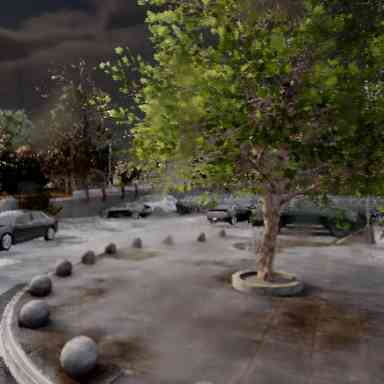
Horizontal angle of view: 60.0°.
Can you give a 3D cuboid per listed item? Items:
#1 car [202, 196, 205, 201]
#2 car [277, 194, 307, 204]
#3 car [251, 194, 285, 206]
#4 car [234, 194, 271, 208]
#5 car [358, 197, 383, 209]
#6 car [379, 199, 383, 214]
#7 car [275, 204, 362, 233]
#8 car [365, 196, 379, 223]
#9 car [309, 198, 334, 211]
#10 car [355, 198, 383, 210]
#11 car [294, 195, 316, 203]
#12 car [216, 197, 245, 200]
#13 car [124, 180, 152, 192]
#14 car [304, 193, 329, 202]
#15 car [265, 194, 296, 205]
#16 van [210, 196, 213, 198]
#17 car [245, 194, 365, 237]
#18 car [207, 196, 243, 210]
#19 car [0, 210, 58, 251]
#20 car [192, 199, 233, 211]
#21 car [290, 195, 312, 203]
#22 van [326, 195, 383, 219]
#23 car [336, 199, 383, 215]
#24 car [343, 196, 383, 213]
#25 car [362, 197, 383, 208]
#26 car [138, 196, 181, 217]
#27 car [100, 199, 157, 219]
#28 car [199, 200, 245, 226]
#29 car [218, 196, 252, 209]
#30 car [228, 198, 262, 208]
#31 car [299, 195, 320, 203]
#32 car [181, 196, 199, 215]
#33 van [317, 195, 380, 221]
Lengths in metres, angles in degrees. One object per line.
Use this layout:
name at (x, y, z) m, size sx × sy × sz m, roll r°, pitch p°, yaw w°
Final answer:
car at (-0.856, 1.531, 37.891) m, size 4.553 × 1.767 × 2.185 m, roll -1°, pitch -1°, yaw 15°
car at (20.214, 1.402, 67.431) m, size 5.566 × 2.045 × 2.435 m, roll -1°, pitch -1°, yaw 15°
car at (13.211, 1.403, 57.569) m, size 5.566 × 2.045 × 2.435 m, roll -1°, pitch -1°, yaw 16°
car at (9.650, 1.405, 52.662) m, size 5.566 × 2.045 × 2.435 m, roll -1°, pitch 0°, yaw 15°
car at (26.708, 1.528, 47.062) m, size 5.366 × 1.575 × 1.946 m, roll 0°, pitch 0°, yaw 16°
car at (11.071, 1.278, 25.399) m, size 5.566 × 2.045 × 2.435 m, roll 0°, pitch 0°, yaw 15°
car at (7.642, 1.558, 20.566) m, size 4.792 × 1.488 × 2.163 m, roll 0°, pitch 0°, yaw 15°
car at (9.356, 1.278, 22.987) m, size 5.566 × 2.045 × 2.435 m, roll 0°, pitch 0°, yaw 15°
car at (17.352, 1.565, 44.378) m, size 1.882 × 1.535 × 5.008 m, roll -1°, pitch 0°, yaw 35°
car at (24.785, 1.560, 44.691) m, size 4.792 × 1.488 × 2.163 m, roll 0°, pitch 0°, yaw 15°
car at (25.411, 1.528, 74.835) m, size 4.553 × 1.767 × 2.185 m, roll -1°, pitch -1°, yaw 15°
car at (4.470, 1.617, 35.194) m, size 2.128 × 1.511 × 4.902 m, roll -1°, pitch 0°, yaw 36°
car at (-6.740, -0.757, 41.603) m, size 1.994 × 1.385 × 4.181 m, roll -1°, pitch 4°, yaw 36°
car at (30.664, 1.401, 82.213) m, size 5.566 × 2.045 × 2.435 m, roll -1°, pitch 0°, yaw 15°
car at (16.653, 1.404, 62.518) m, size 5.566 × 2.045 × 2.435 m, roll -1°, pitch 0°, yaw 15°
van at (0.810, 1.433, 40.367) m, size 4.442 × 1.987 × 1.878 m, roll -1°, pitch 0°, yaw 15°
car at (5.983, 1.277, 18.165) m, size 5.566 × 2.045 × 2.435 m, roll 0°, pitch 0°, yaw 16°
car at (4.458, 1.530, 45.243) m, size 4.553 × 1.767 × 2.185 m, roll -1°, pitch 0°, yaw 16°
car at (-7.962, 1.610, 14.861) m, size 1.837 × 1.490 × 4.892 m, roll -1°, pitch 1°, yaw 11°
car at (2.673, 1.658, 42.806) m, size 4.892 × 1.521 × 2.231 m, roll -1°, pitch -1°, yaw 15°
car at (23.662, 1.528, 72.364) m, size 4.553 × 1.767 × 2.185 m, roll -1°, pitch -1°, yaw 15°
van at (14.642, 1.306, 30.193) m, size 4.442 × 1.987 × 1.878 m, roll 0°, pitch 0°, yaw 15°
car at (17.952, 1.532, 35.039) m, size 4.892 × 1.521 × 2.231 m, roll 0°, pitch 0°, yaw 15°
car at (19.700, 1.406, 37.447) m, size 4.553 × 1.767 × 2.185 m, roll 0°, pitch 0°, yaw 15°
car at (28.240, 1.529, 49.511) m, size 5.008 × 1.535 × 2.097 m, roll 0°, pitch 0°, yaw 15°
car at (-4.358, 1.404, 32.947) m, size 5.566 × 2.045 × 2.435 m, roll -1°, pitch 0°, yaw 15°
car at (-6.104, 1.684, 30.479) m, size 4.792 × 1.488 × 2.163 m, roll -1°, pitch 0°, yaw 16°
car at (2.898, 1.577, 23.995) m, size 2.128 × 1.511 × 4.902 m, roll -1°, pitch 0°, yaw 35°
car at (6.206, 1.530, 47.717) m, size 4.553 × 1.767 × 2.185 m, roll -1°, pitch 0°, yaw 15°
car at (7.962, 1.685, 50.179) m, size 4.792 × 1.488 × 2.163 m, roll -1°, pitch -1°, yaw 15°
car at (27.221, 1.526, 77.276) m, size 4.553 × 1.767 × 2.185 m, roll -1°, pitch 0°, yaw 15°
car at (-2.551, 1.403, 35.418) m, size 5.566 × 2.045 × 2.435 m, roll -1°, pitch -1°, yaw 15°
van at (12.927, 1.305, 27.782) m, size 4.442 × 1.987 × 1.878 m, roll 0°, pitch 0°, yaw 15°
